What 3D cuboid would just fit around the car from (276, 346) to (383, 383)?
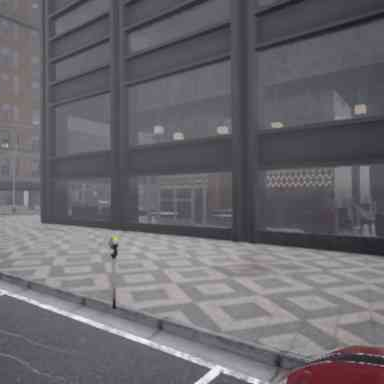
[{"bbox_3d":[2.118,1.440,1.347,4.097,1.590,1.967,0,-1,36],"label":"car"}]
